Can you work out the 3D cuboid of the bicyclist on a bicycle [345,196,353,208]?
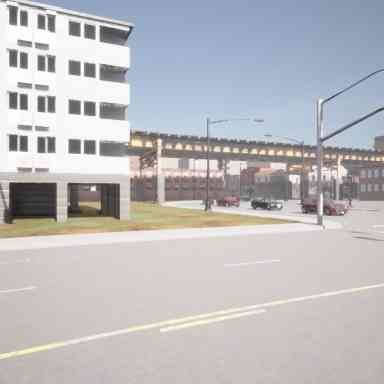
[{"bbox_3d":[20.436,1.303,43.310,1.656,1.620,0.582,0,0,-25],"label":"bicyclist on a bicycle"}]

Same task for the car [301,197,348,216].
[{"bbox_3d":[13.110,1.352,33.080,2.097,1.767,4.553,0,0,-25],"label":"car"}]

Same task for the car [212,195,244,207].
[{"bbox_3d":[5.367,1.478,50.095,1.882,1.535,5.008,0,0,-22],"label":"car"}]

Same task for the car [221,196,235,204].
[{"bbox_3d":[7.349,1.491,66.747,2.128,1.511,4.902,0,0,14],"label":"car"}]

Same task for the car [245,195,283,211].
[{"bbox_3d":[9.244,1.491,41.354,2.128,1.511,4.902,0,0,-25],"label":"car"}]

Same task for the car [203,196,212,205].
[{"bbox_3d":[2.916,1.505,59.907,1.837,1.490,4.892,0,0,-1],"label":"car"}]

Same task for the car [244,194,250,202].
[{"bbox_3d":[11.879,1.525,75.701,2.128,1.511,4.902,0,0,41],"label":"car"}]
